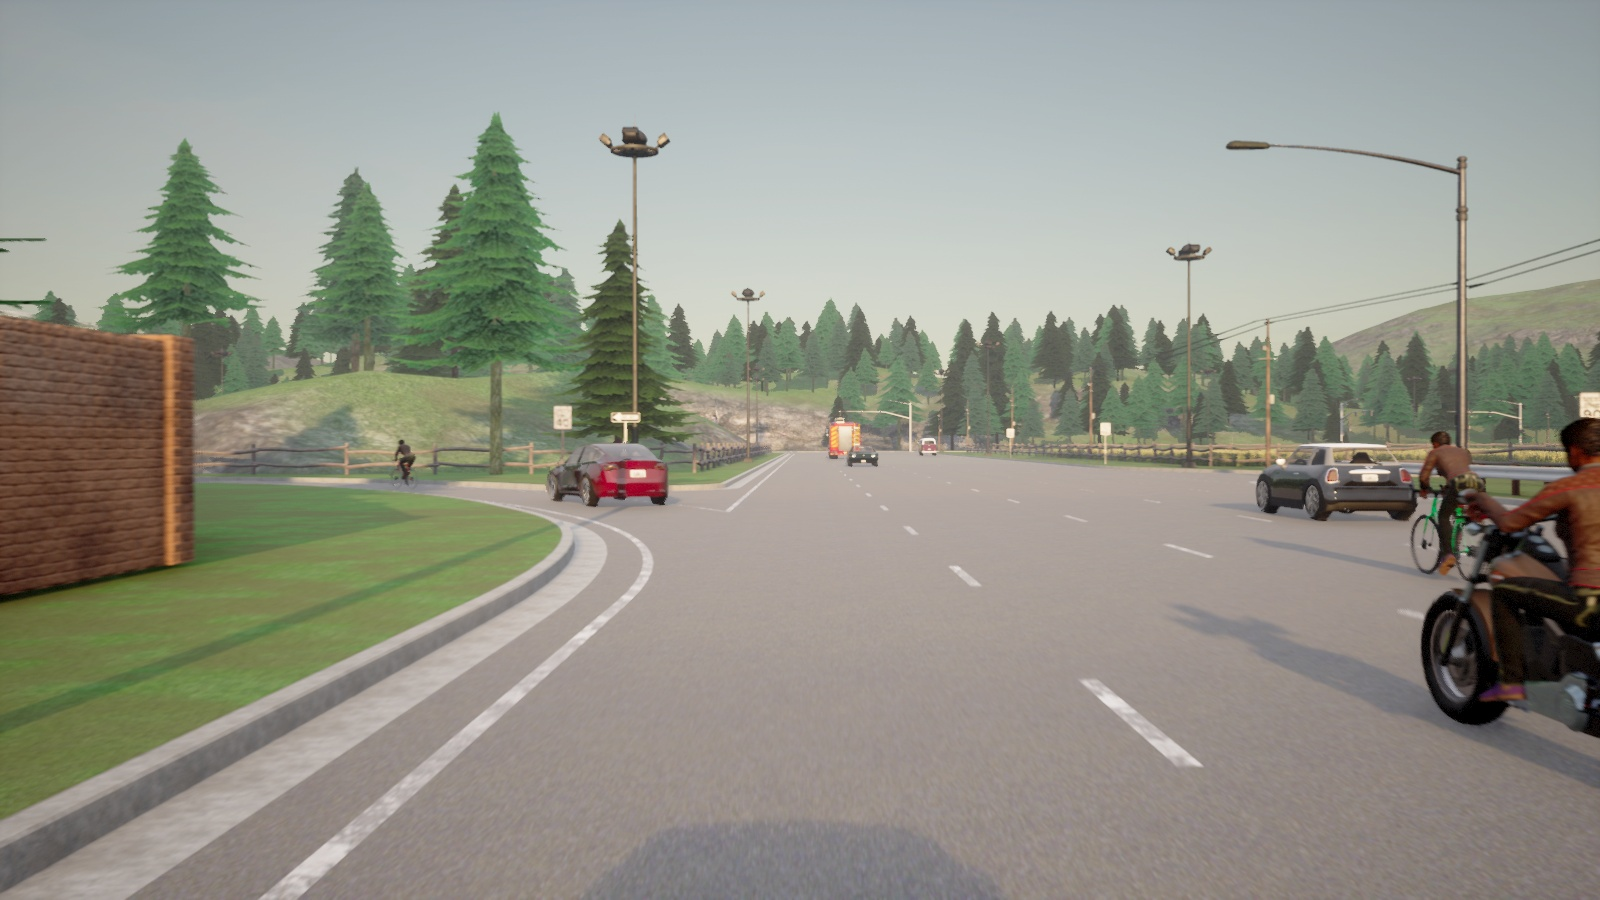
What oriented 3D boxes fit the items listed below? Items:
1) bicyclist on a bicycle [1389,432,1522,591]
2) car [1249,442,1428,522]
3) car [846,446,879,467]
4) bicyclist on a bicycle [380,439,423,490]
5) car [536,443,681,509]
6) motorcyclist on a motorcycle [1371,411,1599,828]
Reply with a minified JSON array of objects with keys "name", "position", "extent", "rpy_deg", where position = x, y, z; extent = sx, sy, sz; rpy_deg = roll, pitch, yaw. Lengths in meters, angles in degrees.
[{"name":"bicyclist on a bicycle","position":[7.093,0.628,13.668],"extent":[0.582,1.620,1.656],"rpy_deg":[0,0,0]},{"name":"car","position":[10.658,0.579,25.179],"extent":[1.970,1.475,3.806],"rpy_deg":[0,0,0]},{"name":"car","position":[3.972,0.398,80.435],"extent":[1.895,1.301,4.718],"rpy_deg":[0,0,0]},{"name":"bicyclist on a bicycle","position":[-12.973,0.460,40.831],"extent":[1.656,1.620,0.582],"rpy_deg":[0,0,43]},{"name":"car","position":[-4.815,0.569,30.977],"extent":[2.163,1.488,4.792],"rpy_deg":[0,0,-26]},{"name":"motorcyclist on a motorcycle","position":[3.548,0.667,5.794],"extent":[0.766,1.649,2.350],"rpy_deg":[0,0,0]}]
